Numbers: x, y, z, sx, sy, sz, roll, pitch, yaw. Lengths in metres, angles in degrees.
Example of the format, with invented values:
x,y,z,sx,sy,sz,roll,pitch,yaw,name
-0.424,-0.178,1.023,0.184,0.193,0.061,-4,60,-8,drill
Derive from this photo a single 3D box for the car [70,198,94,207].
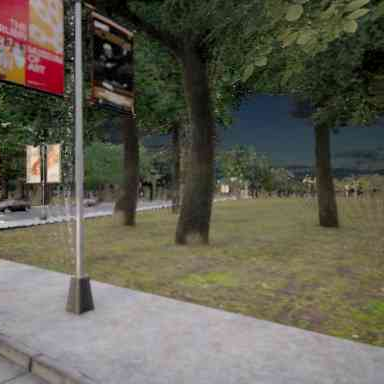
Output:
x,y,z,sx,sy,sz,roll,pitch,yaw,name
-19.690,1.917,59.768,1.812,1.442,4.674,-1,-1,13,car

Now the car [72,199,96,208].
x,y,z,sx,sy,sz,roll,pitch,yaw,name
-17.498,1.866,54.847,1.812,1.442,4.674,-1,0,13,car

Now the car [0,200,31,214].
x,y,z,sx,sy,sz,roll,pitch,yaw,name
-21.075,1.747,38.874,1.882,1.535,5.008,-1,0,13,car
